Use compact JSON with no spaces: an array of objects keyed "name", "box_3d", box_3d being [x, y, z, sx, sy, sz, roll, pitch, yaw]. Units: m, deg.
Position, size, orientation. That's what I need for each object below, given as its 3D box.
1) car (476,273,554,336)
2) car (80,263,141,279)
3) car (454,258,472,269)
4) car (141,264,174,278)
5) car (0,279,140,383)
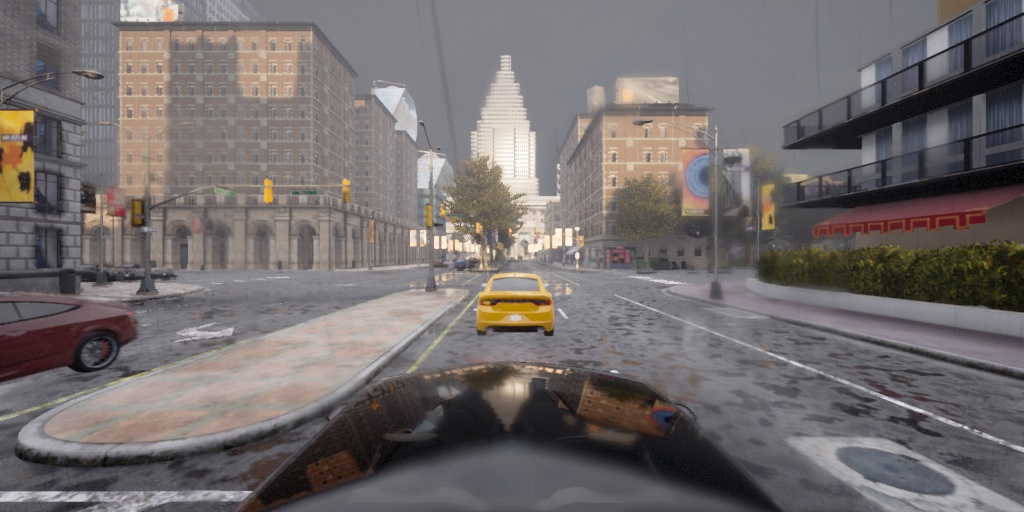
[{"name":"car","box_3d":[0.092,1.227,10.455,1.882,1.535,5.008,0,0,0]},{"name":"car","box_3d":[-33.416,1.275,28.953,4.674,1.442,1.812,0,0,0]},{"name":"car","box_3d":[-8.007,1.226,57.405,1.882,1.535,5.008,0,0,0]},{"name":"car","box_3d":[-33.668,1.350,32.451,4.718,1.301,1.895,0,0,0]},{"name":"car","box_3d":[-7.997,1.282,4.886,1.812,1.442,4.674,0,1,0]}]
